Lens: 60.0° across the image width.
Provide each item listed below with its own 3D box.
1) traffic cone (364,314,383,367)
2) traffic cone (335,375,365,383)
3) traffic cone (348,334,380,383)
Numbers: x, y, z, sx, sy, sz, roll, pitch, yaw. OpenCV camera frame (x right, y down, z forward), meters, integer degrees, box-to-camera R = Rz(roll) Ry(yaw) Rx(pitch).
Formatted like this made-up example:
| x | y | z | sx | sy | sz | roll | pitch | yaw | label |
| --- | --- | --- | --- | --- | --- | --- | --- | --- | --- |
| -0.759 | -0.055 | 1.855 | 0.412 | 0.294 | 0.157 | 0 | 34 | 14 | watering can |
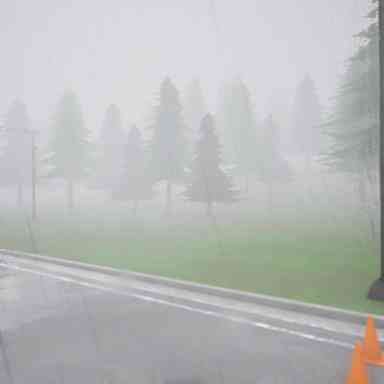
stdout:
| x | y | z | sx | sy | sz | roll | pitch | yaw | label |
| --- | --- | --- | --- | --- | --- | --- | --- | --- | --- |
| 2.423 | 1.962 | 4.516 | 0.340 | 0.580 | 0.340 | -1 | -1 | 35 | traffic cone |
| 1.264 | 1.962 | 2.886 | 0.340 | 0.580 | 0.340 | -1 | -1 | 35 | traffic cone |
| 1.844 | 1.962 | 3.701 | 0.340 | 0.580 | 0.340 | -1 | -1 | 35 | traffic cone |
